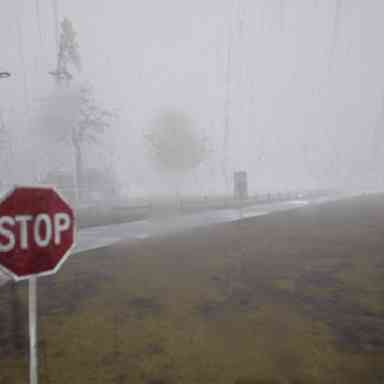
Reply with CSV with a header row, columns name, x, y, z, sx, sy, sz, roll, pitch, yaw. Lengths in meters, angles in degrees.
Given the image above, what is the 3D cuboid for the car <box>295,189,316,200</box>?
name,x,y,z,sx,sy,sz,roll,pitch,yaw
car,16.518,0.397,48.242,2.128,1.511,4.902,-2,0,36
